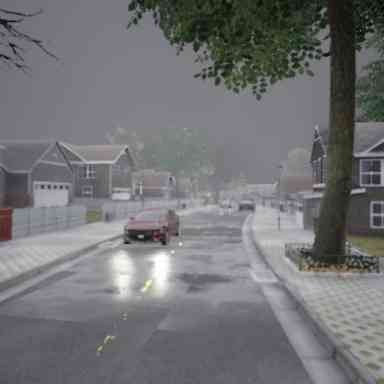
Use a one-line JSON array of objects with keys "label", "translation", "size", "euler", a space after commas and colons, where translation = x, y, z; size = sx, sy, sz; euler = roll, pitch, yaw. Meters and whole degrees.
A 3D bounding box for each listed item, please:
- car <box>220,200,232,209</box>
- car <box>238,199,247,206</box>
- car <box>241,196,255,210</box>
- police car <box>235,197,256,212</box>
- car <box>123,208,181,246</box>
[{"label": "car", "translation": [5.731, 2.083, 55.934], "size": [1.812, 1.442, 4.674], "euler": [0, -1, 11]}, {"label": "car", "translation": [11.724, 2.384, 77.560], "size": [1.837, 1.490, 4.892], "euler": [0, -1, 6]}, {"label": "car", "translation": [9.103, 1.770, 54.031], "size": [2.150, 2.045, 5.566], "euler": [0, -1, 10]}, {"label": "police car", "translation": [7.232, 1.790, 44.232], "size": [1.930, 1.638, 5.238], "euler": [0, -1, 12]}, {"label": "car", "translation": [-1.750, 1.515, 15.798], "size": [1.882, 1.535, 5.008], "euler": [0, 0, 7]}]
